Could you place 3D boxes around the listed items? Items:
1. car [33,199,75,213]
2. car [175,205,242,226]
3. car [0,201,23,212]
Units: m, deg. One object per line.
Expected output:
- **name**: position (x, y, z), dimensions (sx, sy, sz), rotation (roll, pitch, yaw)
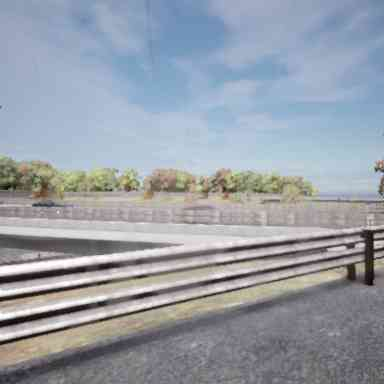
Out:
- **car**: position (-15.015, 1.522, 36.160), dimensions (5.008, 1.535, 1.882), rotation (0, 0, 25)
- **car**: position (1.144, 1.622, 23.193), dimensions (4.674, 1.442, 1.812), rotation (0, 0, 13)
- **car**: position (-19.692, 1.596, 34.490), dimensions (4.718, 1.301, 1.895), rotation (0, 0, 27)
